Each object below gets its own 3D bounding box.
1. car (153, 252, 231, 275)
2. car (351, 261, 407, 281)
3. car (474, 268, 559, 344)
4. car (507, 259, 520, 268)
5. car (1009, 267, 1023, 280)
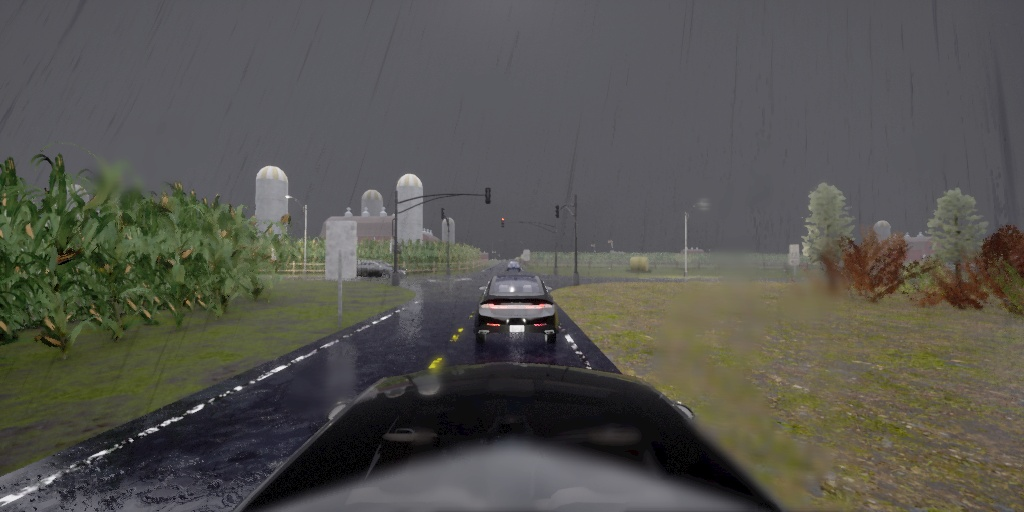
[{"bbox_3d":[-25.378,0.744,28.480,5.566,2.045,2.150,1,-1,-3],"label":"car"},{"bbox_3d":[-10.523,1.108,27.849,4.902,1.511,2.128,0,-2,16],"label":"car"},{"bbox_3d":[0.101,1.245,9.623,2.128,1.511,4.902,0,0,0],"label":"car"},{"bbox_3d":[0.230,1.341,50.903,2.033,1.411,5.357,0,0,0],"label":"car"},{"bbox_3d":[48.666,1.720,33.478,4.674,1.442,1.812,1,-1,-5],"label":"car"}]
